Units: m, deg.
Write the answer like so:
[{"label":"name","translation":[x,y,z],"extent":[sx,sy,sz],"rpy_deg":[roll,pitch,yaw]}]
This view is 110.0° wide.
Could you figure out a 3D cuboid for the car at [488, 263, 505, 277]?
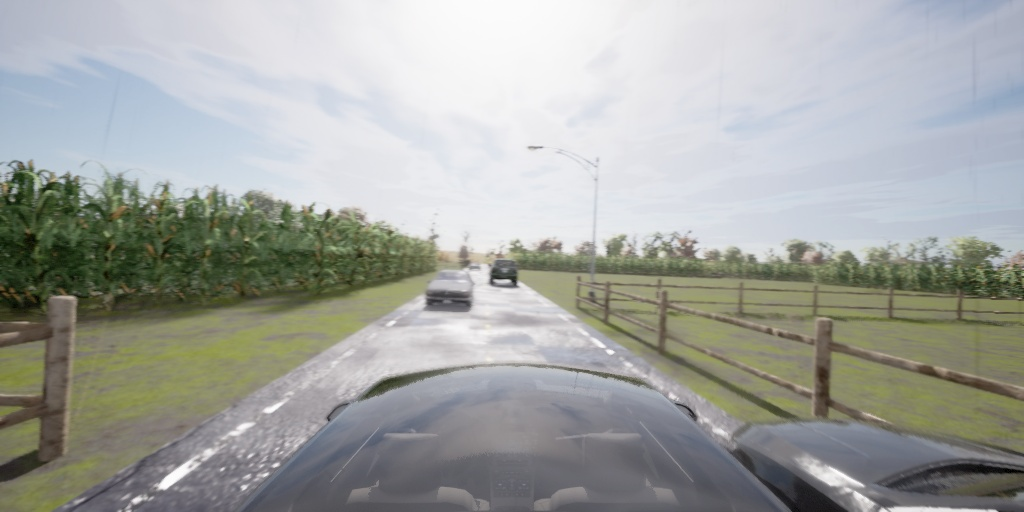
[{"label":"car","translation":[-1.857,1.634,42.491],"extent":[1.812,1.442,4.674],"rpy_deg":[3,0,-4]}]

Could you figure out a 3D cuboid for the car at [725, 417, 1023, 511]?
[{"label":"car","translation":[2.476,1.364,0.585],"extent":[1.837,1.490,4.892],"rpy_deg":[3,-1,-5]}]

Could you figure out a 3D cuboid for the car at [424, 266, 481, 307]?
[{"label":"car","translation":[-2.608,1.333,16.023],"extent":[2.033,1.411,5.357],"rpy_deg":[3,-1,-5]}]

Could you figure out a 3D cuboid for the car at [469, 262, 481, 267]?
[{"label":"car","translation":[-5.971,1.670,58.447],"extent":[1.895,1.301,4.718],"rpy_deg":[3,-1,-5]}]

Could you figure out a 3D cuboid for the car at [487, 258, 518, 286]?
[{"label":"car","translation":[-0.746,1.248,29.394],"extent":[2.150,2.045,5.566],"rpy_deg":[3,0,-5]}]
